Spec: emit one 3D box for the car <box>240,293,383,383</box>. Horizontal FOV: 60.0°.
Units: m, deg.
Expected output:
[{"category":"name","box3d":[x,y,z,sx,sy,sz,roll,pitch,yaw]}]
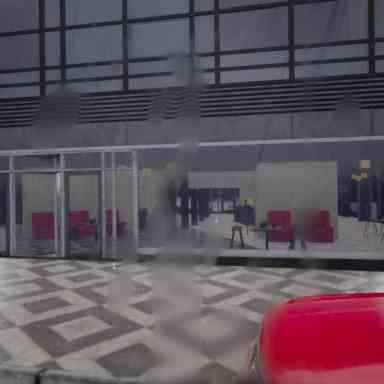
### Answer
[{"category":"car","box3d":[3.044,1.224,1.858,5.566,2.045,2.150,0,0,10]}]
